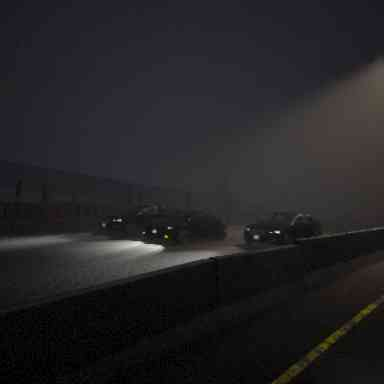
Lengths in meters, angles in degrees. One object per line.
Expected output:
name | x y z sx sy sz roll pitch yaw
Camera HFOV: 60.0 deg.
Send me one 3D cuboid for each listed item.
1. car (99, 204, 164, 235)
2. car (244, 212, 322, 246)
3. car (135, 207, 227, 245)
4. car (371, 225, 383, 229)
car | -2.625 1.432 18.046 2.128 1.511 4.902 1 -1 43
car | 4.266 1.666 15.174 2.128 1.511 4.902 1 -2 43
car | -0.220 1.557 15.496 1.994 1.385 4.181 1 -1 43
car | 30.210 6.011 53.275 1.812 1.442 4.674 1 -5 44
